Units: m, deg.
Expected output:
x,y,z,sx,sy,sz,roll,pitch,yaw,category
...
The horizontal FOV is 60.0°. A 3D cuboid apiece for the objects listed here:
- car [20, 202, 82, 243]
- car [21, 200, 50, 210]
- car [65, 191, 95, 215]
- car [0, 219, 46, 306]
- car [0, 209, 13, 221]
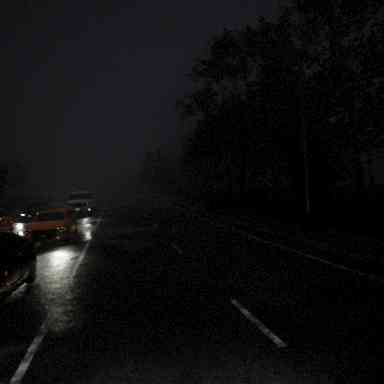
x,y,z,sx,sy,sz,roll,pitch,yaw,category
-7.053,1.623,16.990,1.882,1.535,5.008,-3,2,-12,car
-13.232,1.508,28.412,1.837,1.490,4.892,-3,5,-12,car
-10.082,0.990,30.246,2.150,2.045,5.566,-3,3,-13,car
-4.854,1.707,7.328,1.882,1.535,5.008,-3,1,-13,car
-10.541,1.693,16.543,2.097,1.767,4.553,-3,2,-13,car
